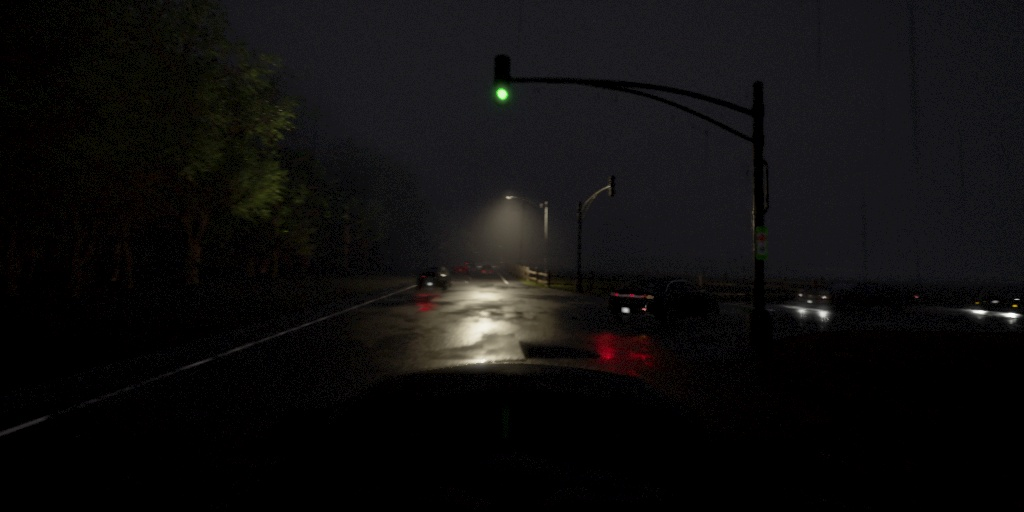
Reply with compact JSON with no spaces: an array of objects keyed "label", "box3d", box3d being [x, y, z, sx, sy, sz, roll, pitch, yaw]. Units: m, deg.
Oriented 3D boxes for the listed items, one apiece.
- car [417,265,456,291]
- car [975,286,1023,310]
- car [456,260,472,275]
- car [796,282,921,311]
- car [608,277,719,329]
[{"label":"car","box3d":[-5.087,1.450,23.918,1.837,1.490,4.892,1,-1,-4]},{"label":"car","box3d":[28.052,2.347,19.469,4.181,1.385,1.994,2,-2,-3]},{"label":"car","box3d":[-6.819,1.698,48.793,1.882,1.535,5.008,1,-1,-4]},{"label":"car","box3d":[18.128,2.058,18.832,5.357,1.411,2.033,2,-2,-4]},{"label":"car","box3d":[5.255,1.476,12.215,4.902,1.511,2.128,2,-3,-40]}]
